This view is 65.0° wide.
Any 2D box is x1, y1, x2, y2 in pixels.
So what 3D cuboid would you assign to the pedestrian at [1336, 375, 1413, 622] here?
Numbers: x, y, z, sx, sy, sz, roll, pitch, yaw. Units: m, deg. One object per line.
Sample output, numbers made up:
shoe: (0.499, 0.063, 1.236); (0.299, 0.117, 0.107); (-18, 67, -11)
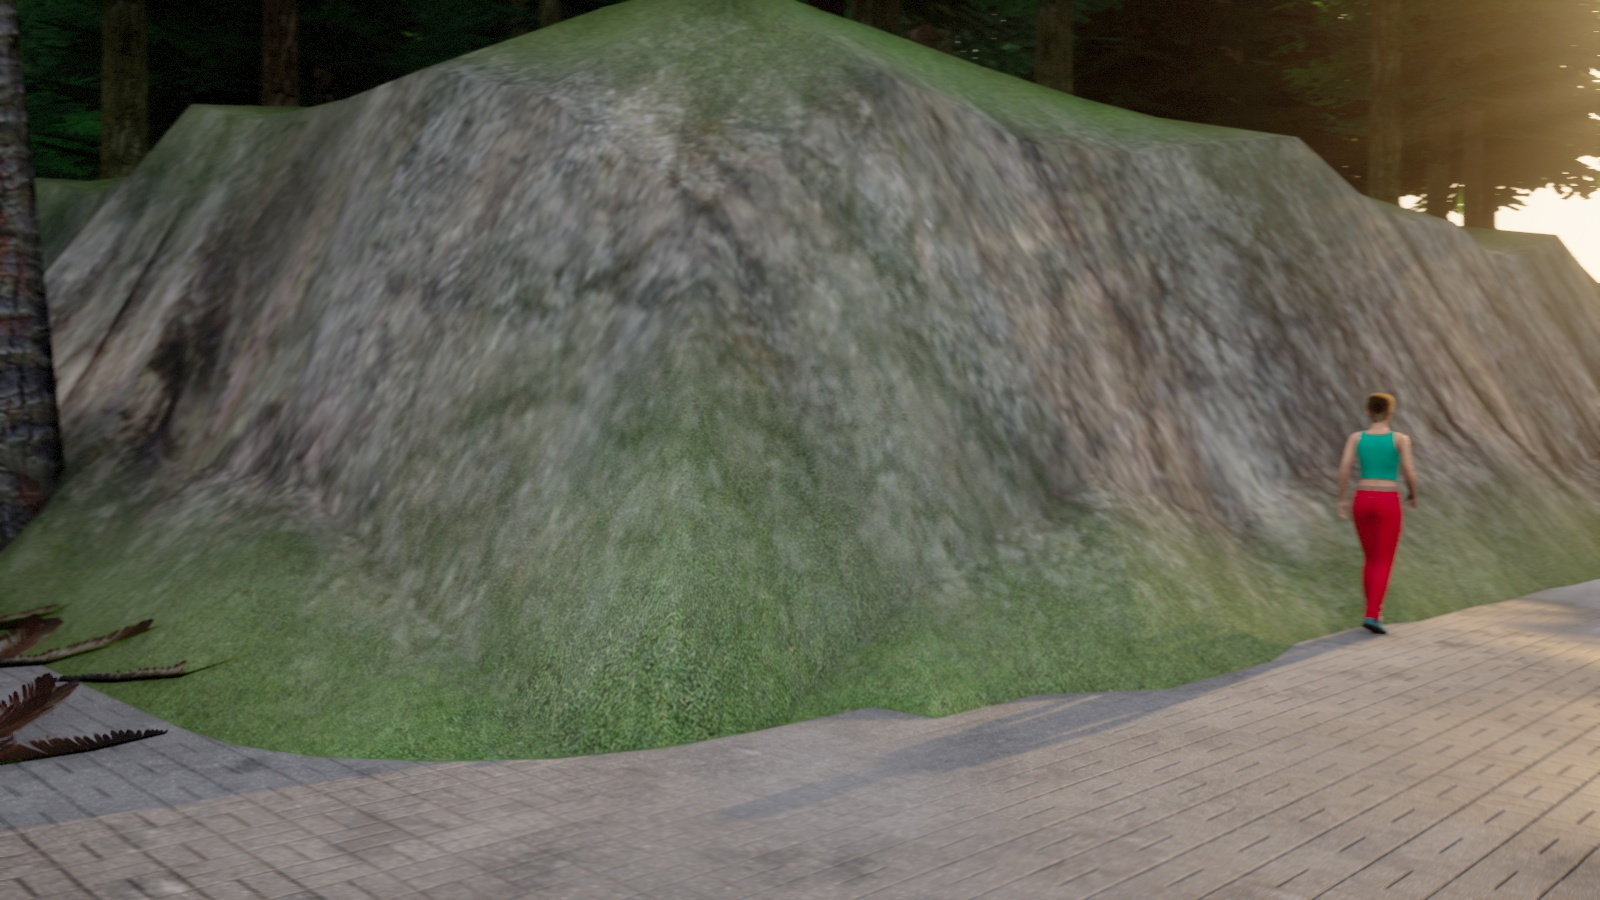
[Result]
pedestrian: (4.424, 0.357, 9.667); (0.345, 1.836, 0.594); (0, 1, 44)
